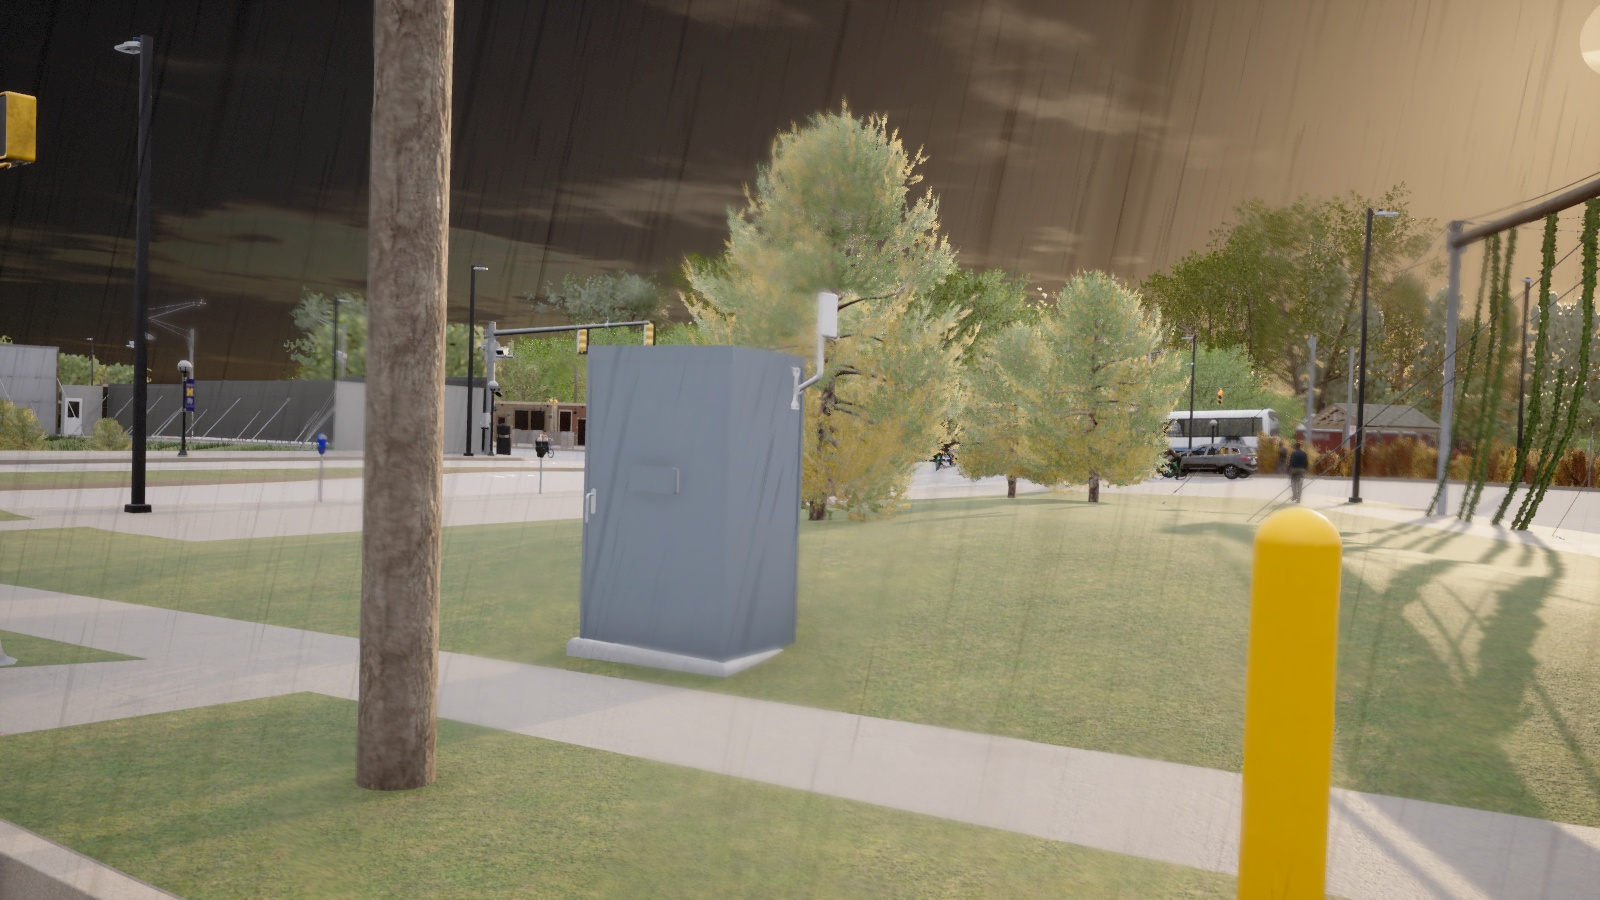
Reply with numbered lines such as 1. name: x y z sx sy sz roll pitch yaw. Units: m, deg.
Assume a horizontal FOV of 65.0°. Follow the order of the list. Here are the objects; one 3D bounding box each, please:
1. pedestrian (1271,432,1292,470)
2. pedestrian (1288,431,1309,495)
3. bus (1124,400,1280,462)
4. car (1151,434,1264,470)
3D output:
1. pedestrian: 24.589 0.038 64.076 0.849 1.883 0.563 2 2 34
2. pedestrian: 14.660 0.376 36.970 0.370 1.835 0.726 1 2 8
3. bus: 29.923 -1.317 93.700 10.273 4.253 3.944 -1 0 35
4. car: 19.300 0.091 59.530 4.611 1.667 2.242 0 1 34
